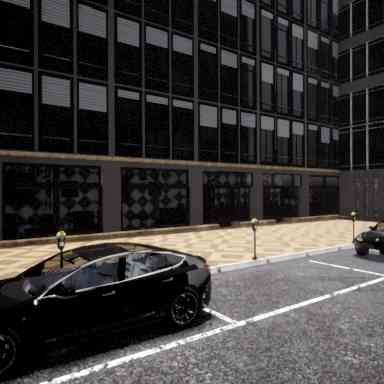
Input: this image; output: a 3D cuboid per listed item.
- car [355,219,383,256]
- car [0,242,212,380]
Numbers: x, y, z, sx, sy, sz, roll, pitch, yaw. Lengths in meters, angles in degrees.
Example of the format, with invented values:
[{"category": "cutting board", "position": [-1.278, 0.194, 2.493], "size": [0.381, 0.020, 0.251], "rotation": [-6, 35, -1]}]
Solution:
[{"category": "car", "position": [7.657, 1.564, 11.993], "size": [4.313, 1.339, 1.947], "rotation": [0, 0, -35]}, {"category": "car", "position": [-1.632, 1.566, 5.395], "size": [4.313, 1.339, 1.947], "rotation": [0, 0, -35]}]
